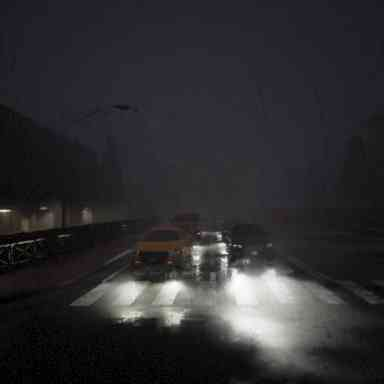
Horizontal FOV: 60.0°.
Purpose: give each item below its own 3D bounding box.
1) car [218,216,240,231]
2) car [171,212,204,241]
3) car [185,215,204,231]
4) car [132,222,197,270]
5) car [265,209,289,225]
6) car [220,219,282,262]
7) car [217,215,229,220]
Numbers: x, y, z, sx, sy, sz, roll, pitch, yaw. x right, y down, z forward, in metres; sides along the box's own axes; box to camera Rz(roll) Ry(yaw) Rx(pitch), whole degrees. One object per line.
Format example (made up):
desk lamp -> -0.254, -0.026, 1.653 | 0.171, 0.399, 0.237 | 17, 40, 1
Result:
car -> 3.136, 2.761, 24.732 | 1.812, 1.442, 4.674 | -2, -3, 3
car -> -0.318, 2.586, 25.608 | 2.150, 2.045, 5.566 | -2, -3, 3
car -> 0.328, 3.432, 37.190 | 1.882, 1.535, 5.008 | -2, -3, 3
car -> -1.117, 2.273, 14.349 | 1.882, 1.535, 5.008 | -2, -3, 6
car -> 11.267, 3.277, 44.225 | 2.150, 2.045, 5.566 | -1, -3, 1
car -> 2.596, 2.257, 15.501 | 2.128, 1.511, 4.902 | -2, -3, 3
car -> 3.767, 3.285, 35.967 | 1.882, 1.535, 5.008 | -2, -3, 3
